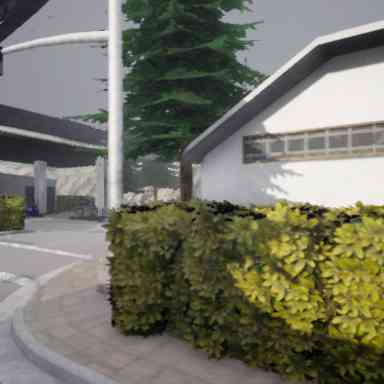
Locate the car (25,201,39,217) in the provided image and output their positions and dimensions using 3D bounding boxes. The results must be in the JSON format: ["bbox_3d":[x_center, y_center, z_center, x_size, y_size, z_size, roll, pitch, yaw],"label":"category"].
[{"bbox_3d":[-17.288,1.727,33.066,4.611,1.667,2.242,-1,0,35],"label":"car"}]

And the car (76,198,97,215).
[{"bbox_3d":[-10.482,1.528,35.197,3.866,1.878,1.905,-1,0,35],"label":"car"}]
